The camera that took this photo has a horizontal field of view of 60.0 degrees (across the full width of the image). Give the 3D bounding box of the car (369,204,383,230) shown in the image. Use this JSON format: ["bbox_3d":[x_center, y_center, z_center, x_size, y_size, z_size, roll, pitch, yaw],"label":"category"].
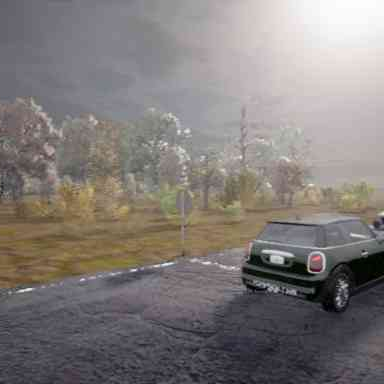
[{"bbox_3d":[12.625,1.473,20.149,4.181,1.385,1.994,0,0,-41],"label":"car"}]

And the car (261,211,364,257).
[{"bbox_3d":[5.093,1.569,13.656,4.718,1.301,1.895,0,0,-41],"label":"car"}]

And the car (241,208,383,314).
[{"bbox_3d":[3.262,1.321,7.858,4.553,1.767,2.097,0,0,-41],"label":"car"}]
